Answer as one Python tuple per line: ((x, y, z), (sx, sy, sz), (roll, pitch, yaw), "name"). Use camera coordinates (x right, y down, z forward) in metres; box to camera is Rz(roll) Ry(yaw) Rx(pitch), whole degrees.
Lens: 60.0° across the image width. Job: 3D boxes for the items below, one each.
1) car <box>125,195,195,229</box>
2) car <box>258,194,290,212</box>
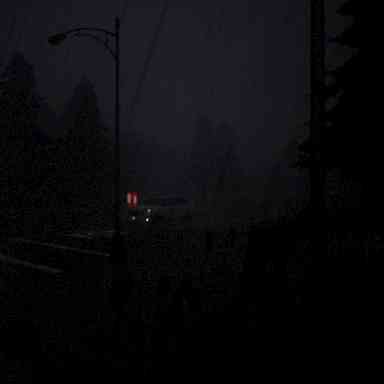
((-1.977, 1.235, 22.440), (2.150, 2.045, 5.566), (0, 0, 35), "car")
((9.780, 1.239, 39.084), (2.150, 2.045, 5.566), (0, 0, 35), "car")
